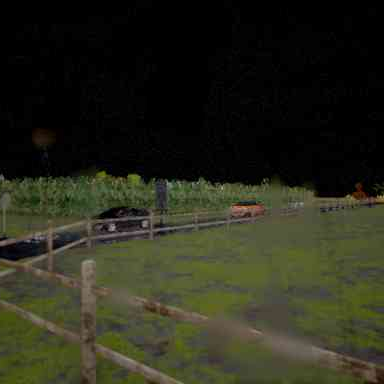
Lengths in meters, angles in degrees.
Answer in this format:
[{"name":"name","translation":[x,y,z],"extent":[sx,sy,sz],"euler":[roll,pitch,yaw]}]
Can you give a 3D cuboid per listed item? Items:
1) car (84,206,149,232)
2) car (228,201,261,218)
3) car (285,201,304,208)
[{"name":"car","translation":[-4.731,1.733,21.824],"extent":[1.837,1.490,4.892],"euler":[-1,-1,36]},{"name":"car","translation":[5.679,1.794,36.186],"extent":[2.097,1.767,4.553],"euler":[-1,-1,36]},{"name":"car","translation":[15.183,1.883,49.154],"extent":[1.812,1.442,4.674],"euler":[-1,-1,36]}]
